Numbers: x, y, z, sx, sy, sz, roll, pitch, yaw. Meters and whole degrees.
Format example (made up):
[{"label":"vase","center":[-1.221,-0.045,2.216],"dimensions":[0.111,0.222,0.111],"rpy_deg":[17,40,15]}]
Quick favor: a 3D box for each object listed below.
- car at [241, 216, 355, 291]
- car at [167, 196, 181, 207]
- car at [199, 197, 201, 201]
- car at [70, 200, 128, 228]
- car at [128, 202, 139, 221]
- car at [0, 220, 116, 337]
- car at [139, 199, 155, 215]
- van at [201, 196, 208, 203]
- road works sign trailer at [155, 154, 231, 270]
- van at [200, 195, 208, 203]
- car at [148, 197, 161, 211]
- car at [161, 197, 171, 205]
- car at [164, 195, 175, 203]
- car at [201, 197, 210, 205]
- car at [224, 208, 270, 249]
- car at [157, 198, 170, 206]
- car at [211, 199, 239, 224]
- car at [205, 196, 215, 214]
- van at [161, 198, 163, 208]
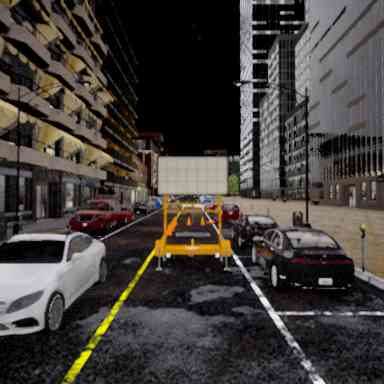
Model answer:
[{"label":"car","center":[2.722,1.593,8.934],"dimensions":[2.008,1.369,4.403],"rpy_deg":[1,0,0]},{"label":"car","center":[-2.867,1.809,55.525],"dimensions":[2.033,1.411,5.357],"rpy_deg":[0,0,0]},{"label":"car","center":[2.857,1.889,64.628],"dimensions":[1.802,1.307,4.206],"rpy_deg":[1,0,0]},{"label":"car","center":[-5.627,1.408,20.094],"dimensions":[2.192,1.841,5.009],"rpy_deg":[1,0,0]},{"label":"car","center":[-5.618,1.664,25.663],"dimensions":[1.887,1.381,4.507],"rpy_deg":[1,0,0]},{"label":"car","center":[-3.071,1.558,6.877],"dimensions":[1.812,1.442,4.674],"rpy_deg":[0,0,0]},{"label":"car","center":[-5.591,1.738,36.803],"dimensions":[1.947,1.339,4.313],"rpy_deg":[1,0,0]},{"label":"van","center":[2.834,1.594,53.492],"dimensions":[1.690,1.788,3.998],"rpy_deg":[1,0,0]},{"label":"road works sign trailer","center":[0.025,0.517,11.209],"dimensions":[2.380,3.560,2.880],"rpy_deg":[0,0,0]},{"label":"van","center":[2.901,1.730,81.340],"dimensions":[1.690,1.788,3.998],"rpy_deg":[1,0,0]},{"label":"car","center":[-5.577,1.750,42.372],"dimensions":[2.008,1.369,4.403],"rpy_deg":[1,0,0]},{"label":"car","center":[-5.510,1.858,70.051],"dimensions":[1.752,1.417,4.829],"rpy_deg":[1,0,0]},{"label":"car","center":[-5.479,1.704,81.360],"dimensions":[2.192,1.841,5.009],"rpy_deg":[1,0,0]},{"label":"car","center":[2.871,1.860,70.368],"dimensions":[1.752,1.417,4.829],"rpy_deg":[1,0,0]},{"label":"car","center":[2.736,1.619,14.502],"dimensions":[2.008,1.369,4.403],"rpy_deg":[1,0,0]},{"label":"car","center":[-5.523,1.857,64.650],"dimensions":[2.008,1.369,4.403],"rpy_deg":[1,0,0]},{"label":"car","center":[2.764,1.560,25.642],"dimensions":[1.967,1.590,4.097],"rpy_deg":[1,0,0]},{"label":"car","center":[2.791,1.613,36.782],"dimensions":[1.967,1.590,4.097],"rpy_deg":[1,0,0]},{"label":"van","center":[-5.560,1.567,47.943],"dimensions":[1.690,1.788,3.998],"rpy_deg":[1,0,0]}]
